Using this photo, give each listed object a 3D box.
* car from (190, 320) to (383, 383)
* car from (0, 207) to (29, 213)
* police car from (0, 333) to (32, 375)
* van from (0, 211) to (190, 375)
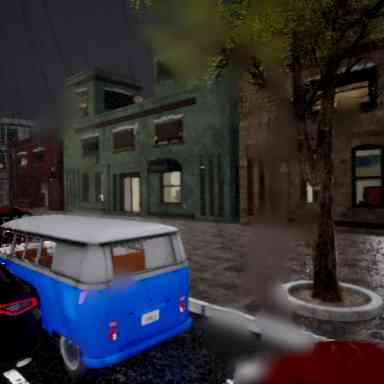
[{"bbox_3d":[2.162,1.512,1.533,4.206,1.307,1.802,-1,1,44],"label":"car"},{"bbox_3d":[-5.864,1.340,9.198,5.009,1.841,2.192,-1,1,44],"label":"car"},{"bbox_3d":[-4.089,1.454,5.034,5.238,1.638,1.930,-1,1,44],"label":"police car"},{"bbox_3d":[-1.854,1.319,5.364,3.998,1.788,1.690,-1,1,44],"label":"van"}]
